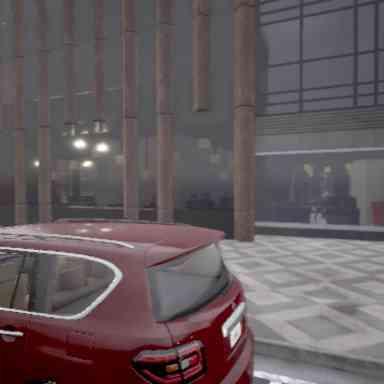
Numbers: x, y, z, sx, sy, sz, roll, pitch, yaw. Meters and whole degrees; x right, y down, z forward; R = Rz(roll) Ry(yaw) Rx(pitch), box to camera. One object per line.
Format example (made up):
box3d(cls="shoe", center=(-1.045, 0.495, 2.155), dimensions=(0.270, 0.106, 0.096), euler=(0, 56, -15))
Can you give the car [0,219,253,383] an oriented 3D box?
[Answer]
box3d(cls="car", center=(-1.828, 1.256, 3.728), dimensions=(5.009, 1.841, 2.192), euler=(0, 1, 24))
